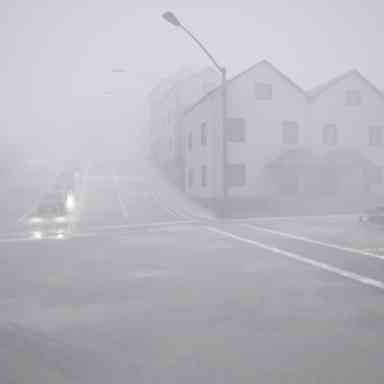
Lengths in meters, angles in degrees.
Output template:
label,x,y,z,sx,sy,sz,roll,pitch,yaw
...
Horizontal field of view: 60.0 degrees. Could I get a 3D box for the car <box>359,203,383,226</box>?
label,x,y,z,sx,sy,sz,roll,pitch,yaw
car,11.812,1.166,18.790,4.902,1.511,2.128,-1,1,-15

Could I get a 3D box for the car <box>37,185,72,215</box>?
label,x,y,z,sx,sy,sz,roll,pitch,yaw
car,-10.843,0.717,26.093,1.837,1.490,4.892,-1,8,-15

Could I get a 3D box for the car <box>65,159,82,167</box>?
label,x,y,z,sx,sy,sz,roll,pitch,yaw
car,-16.296,-3.767,45.831,2.033,1.411,5.357,0,14,-14

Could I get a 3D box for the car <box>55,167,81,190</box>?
label,x,y,z,sx,sy,sz,roll,pitch,yaw
car,-13.559,-1.256,35.830,2.128,1.511,4.902,-1,14,-15
